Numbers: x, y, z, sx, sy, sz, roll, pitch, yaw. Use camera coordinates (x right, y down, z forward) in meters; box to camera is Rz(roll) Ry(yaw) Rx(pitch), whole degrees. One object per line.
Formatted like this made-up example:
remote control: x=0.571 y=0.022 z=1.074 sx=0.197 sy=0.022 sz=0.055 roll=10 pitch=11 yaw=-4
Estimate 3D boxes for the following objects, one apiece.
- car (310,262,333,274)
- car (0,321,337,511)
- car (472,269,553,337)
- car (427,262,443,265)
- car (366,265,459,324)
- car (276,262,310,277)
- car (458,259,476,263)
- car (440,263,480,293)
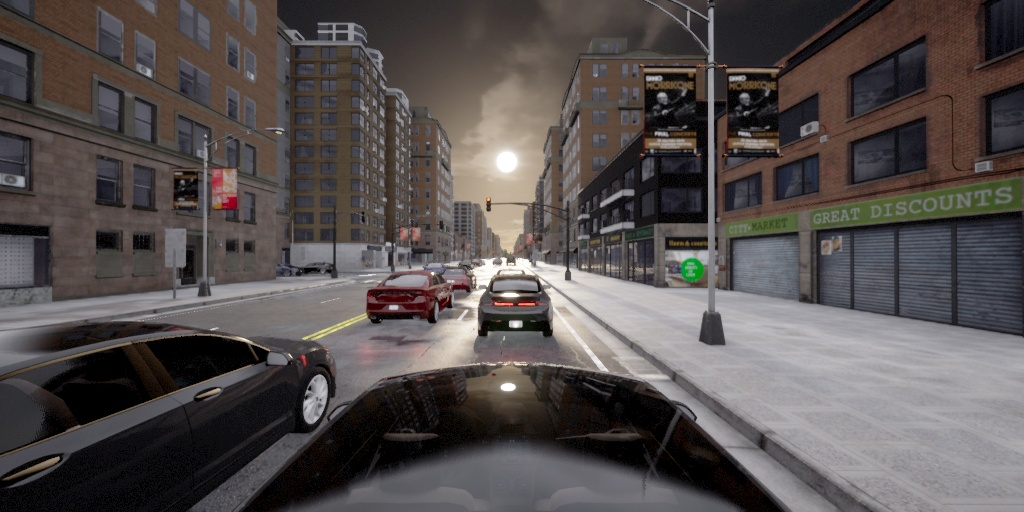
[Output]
car: x=-22.256 y=1.344 z=40.704 sx=4.313 sy=1.339 sz=1.948 roll=0 pitch=0 yaw=0
car: x=-3.152 y=1.255 z=2.648 sx=1.837 sy=1.490 sz=4.892 roll=0 pitch=0 yaw=0
car: x=0.077 y=1.255 z=10.329 sx=1.837 sy=1.490 sz=4.892 roll=0 pitch=0 yaw=0
car: x=-6.682 y=1.280 z=31.223 sx=1.812 sy=1.442 sz=4.674 roll=0 pitch=0 yaw=0
car: x=-3.179 y=1.228 z=12.083 sx=1.882 sy=1.535 sz=5.008 roll=0 pitch=0 yaw=0
car: x=-22.726 y=1.313 z=35.224 sx=4.181 sy=1.385 sz=1.994 roll=0 pitch=0 yaw=0
car: x=-6.734 y=1.273 z=52.476 sx=1.837 sy=1.490 sz=4.892 roll=0 pitch=-1 yaw=0
car: x=-3.199 y=1.316 z=20.977 sx=1.994 sy=1.385 sz=4.181 roll=0 pitch=0 yaw=-1
